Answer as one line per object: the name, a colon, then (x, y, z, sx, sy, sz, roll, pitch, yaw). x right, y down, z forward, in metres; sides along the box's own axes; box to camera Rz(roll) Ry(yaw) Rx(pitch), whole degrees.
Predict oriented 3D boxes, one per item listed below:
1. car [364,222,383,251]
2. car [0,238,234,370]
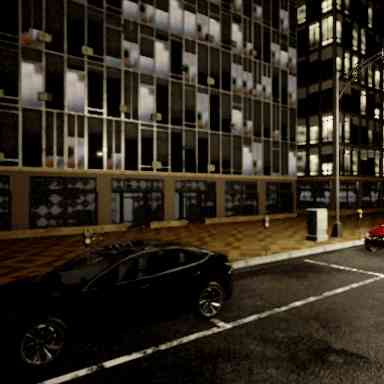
car: (8.085, 1.496, 12.322, 4.206, 1.307, 1.802, 0, 1, -35)
car: (-1.182, 1.552, 5.713, 4.313, 1.339, 1.947, 0, 0, -35)
